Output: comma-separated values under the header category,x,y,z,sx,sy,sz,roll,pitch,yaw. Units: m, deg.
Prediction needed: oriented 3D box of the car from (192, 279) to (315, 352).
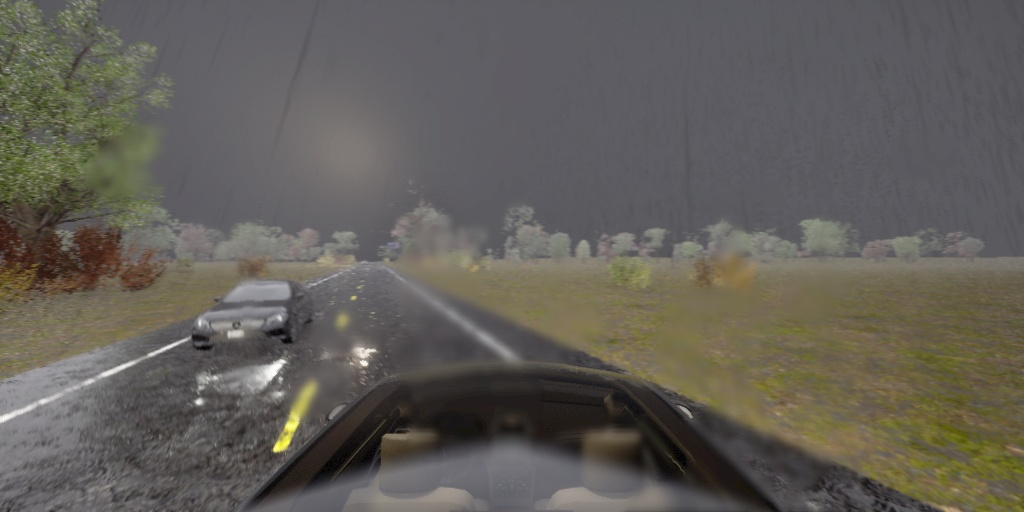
category,x,y,z,sx,sy,sz,roll,pitch,yaw
car,-6.580,1.379,9.642,1.812,1.442,4.674,-1,0,-21
